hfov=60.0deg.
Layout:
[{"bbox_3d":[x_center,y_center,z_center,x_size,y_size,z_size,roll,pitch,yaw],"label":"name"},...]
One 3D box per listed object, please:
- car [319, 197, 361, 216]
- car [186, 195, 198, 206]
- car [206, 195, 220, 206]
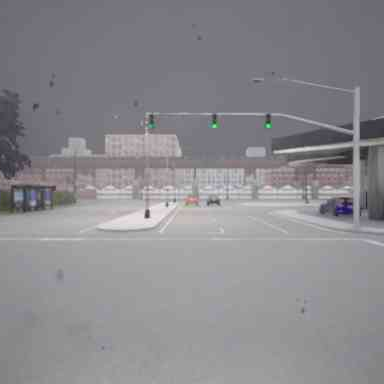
[{"bbox_3d":[13.211,1.281,29.941,2.242,1.667,4.611,0,0,0],"label":"car"},{"bbox_3d":[0.010,1.327,55.285,2.097,1.767,4.553,0,0,0],"label":"car"},{"bbox_3d":[3.510,1.327,55.292,2.097,1.767,4.553,0,0,0],"label":"car"}]
